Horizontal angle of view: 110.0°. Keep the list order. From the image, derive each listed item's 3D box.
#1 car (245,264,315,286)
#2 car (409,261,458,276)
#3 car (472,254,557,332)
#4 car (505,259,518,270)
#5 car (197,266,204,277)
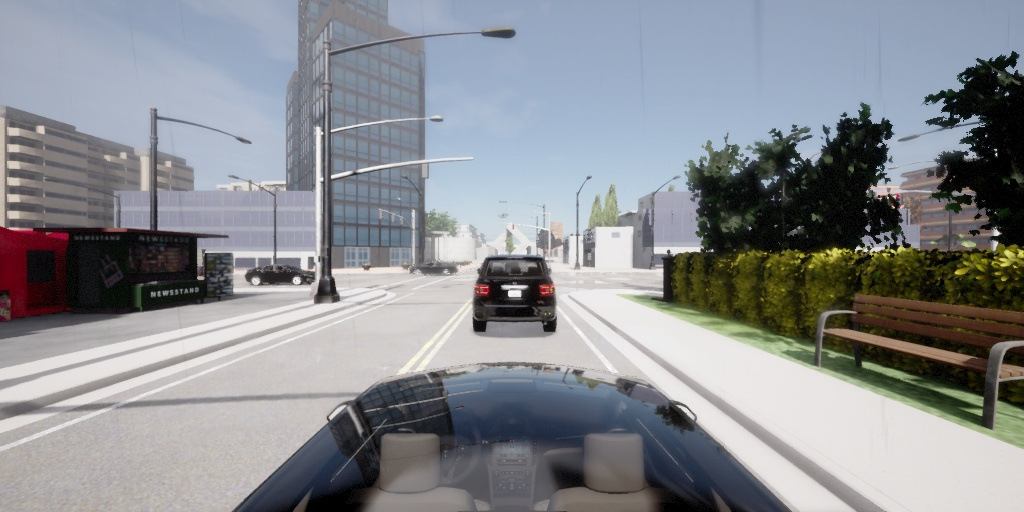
[{"bbox_3d":[-16.620,1.362,26.120,4.892,1.490,1.837,-1,0,0],"label":"car"},{"bbox_3d":[-8.038,1.294,36.878,4.892,1.490,1.837,0,0,0],"label":"car"},{"bbox_3d":[0.082,0.971,11.013,2.150,2.045,5.566,0,0,0],"label":"car"},{"bbox_3d":[0.000,1.254,52.170,1.837,1.490,4.892,-1,0,1],"label":"car"},{"bbox_3d":[-36.871,1.674,40.183,5.357,1.411,2.033,-1,0,0],"label":"car"}]
